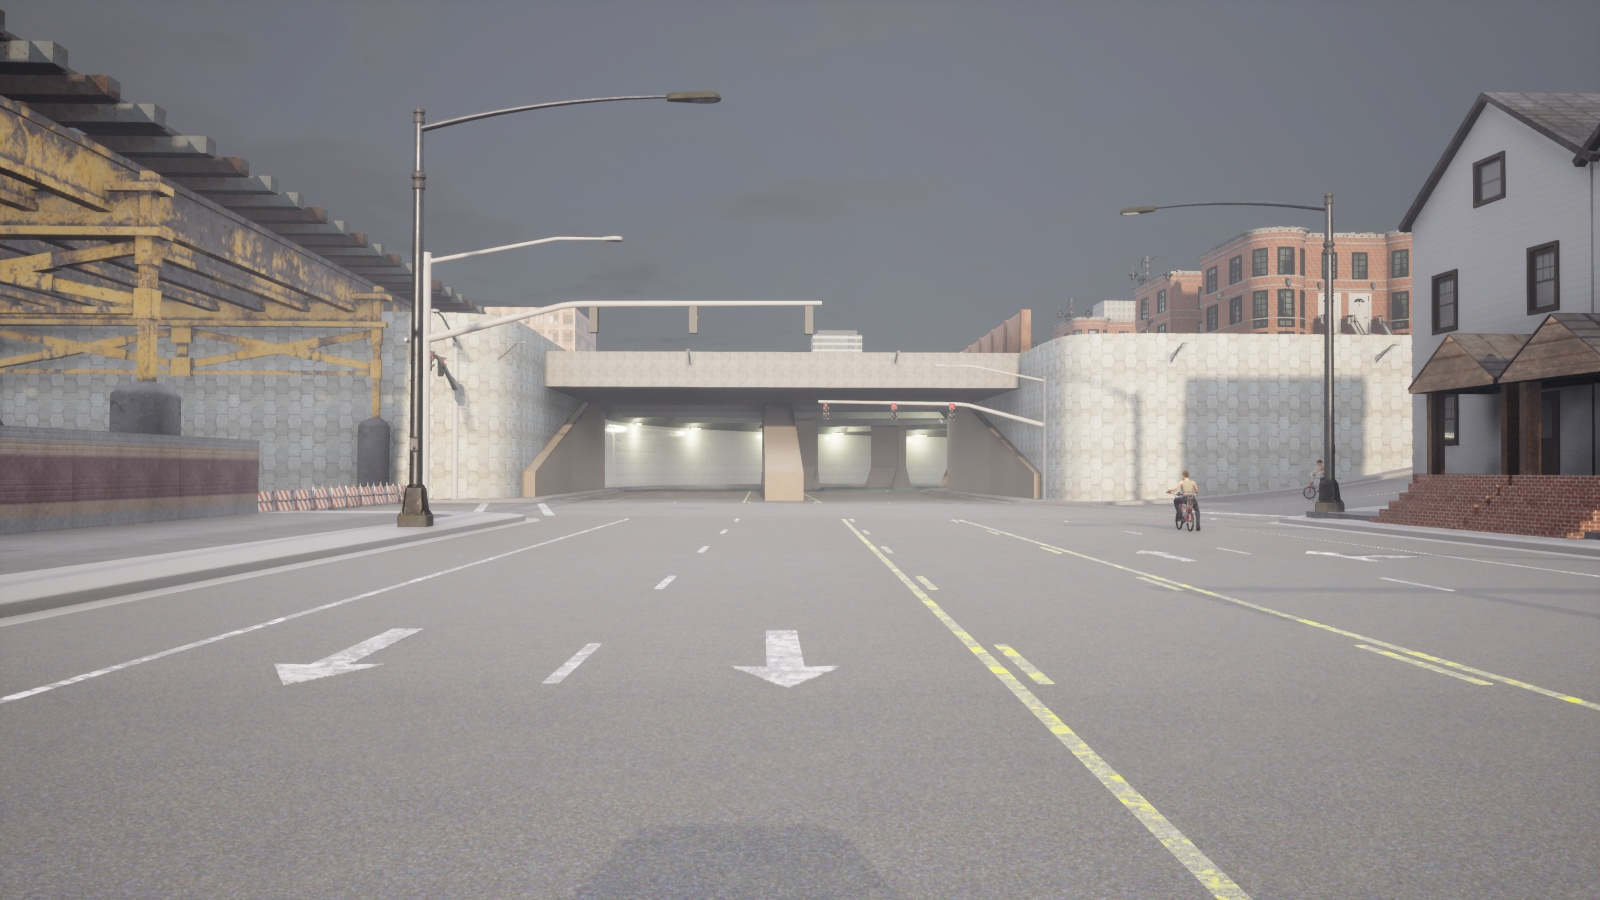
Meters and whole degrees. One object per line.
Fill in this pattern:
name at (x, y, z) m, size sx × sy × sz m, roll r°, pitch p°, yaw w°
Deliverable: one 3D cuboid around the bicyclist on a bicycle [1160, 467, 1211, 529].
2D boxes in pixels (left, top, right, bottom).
bicyclist on a bicycle at (10.309, 1.273, 33.622) m, size 0.866 × 1.612 × 1.509 m, roll 0°, pitch -1°, yaw 0°
